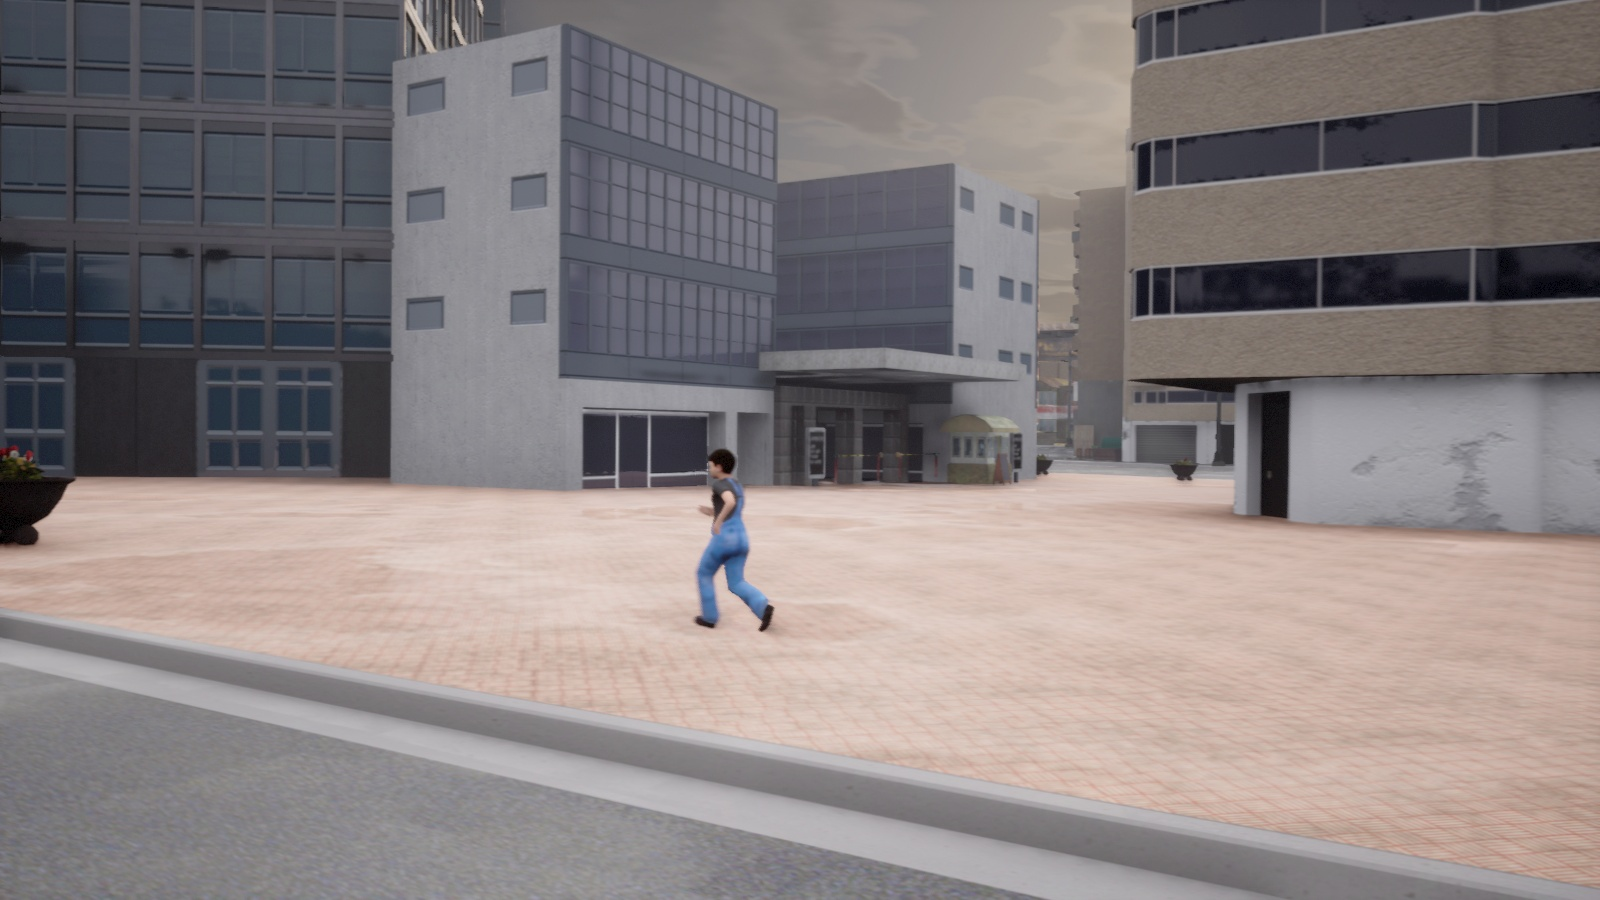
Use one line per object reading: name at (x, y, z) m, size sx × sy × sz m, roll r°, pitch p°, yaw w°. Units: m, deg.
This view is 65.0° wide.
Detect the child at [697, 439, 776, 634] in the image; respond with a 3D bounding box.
child at (-0.423, 0.558, 8.354) m, size 0.437 × 1.263 × 0.270 m, roll 0°, pitch 1°, yaw 35°
